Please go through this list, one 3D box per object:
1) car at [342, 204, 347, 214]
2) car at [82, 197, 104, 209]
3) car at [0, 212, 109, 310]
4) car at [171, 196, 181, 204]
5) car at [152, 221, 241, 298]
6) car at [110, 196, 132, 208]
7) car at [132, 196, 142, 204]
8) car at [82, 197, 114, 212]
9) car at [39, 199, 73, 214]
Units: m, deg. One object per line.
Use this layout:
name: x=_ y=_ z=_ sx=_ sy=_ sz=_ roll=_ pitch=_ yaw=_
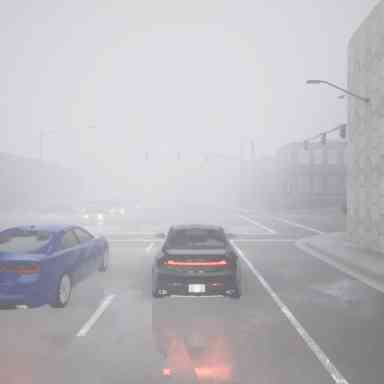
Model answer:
car: x=14.996 y=1.015 z=27.522 sx=5.008 sy=1.535 sz=1.882 roll=-5 pitch=0 yaw=0
car: x=-13.958 y=1.526 z=47.119 sx=1.812 sy=1.442 sz=4.674 roll=0 pitch=0 yaw=0
car: x=-3.401 y=1.478 z=7.933 sx=1.882 sy=1.535 sz=5.008 roll=0 pitch=0 yaw=0
car: x=-3.206 y=1.478 z=65.999 sx=1.882 sy=1.535 sz=5.008 roll=0 pitch=0 yaw=0
car: x=0.104 y=1.505 z=8.478 sx=1.837 sy=1.490 sz=4.892 roll=0 pitch=0 yaw=0
car: x=-10.450 y=1.601 z=48.211 sx=1.895 sy=1.301 sz=4.718 roll=0 pitch=0 yaw=0
car: x=-10.381 y=1.526 z=61.176 sx=1.812 sy=1.442 sz=4.674 roll=0 pitch=0 yaw=0
car: x=-10.439 y=1.601 z=37.184 sx=1.895 sy=1.301 sz=4.718 roll=0 pitch=0 yaw=-1
car: x=-14.414 y=1.525 z=35.601 sx=1.812 sy=1.442 sz=4.674 roll=0 pitch=0 yaw=8
